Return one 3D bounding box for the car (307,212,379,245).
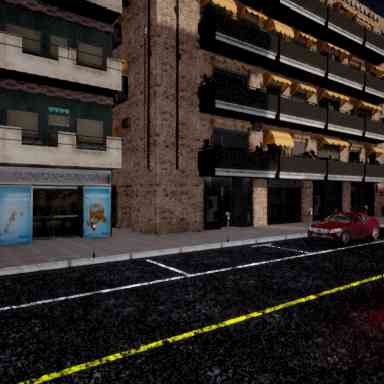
[{"bbox_3d":[7.172,1.583,15.538,4.206,1.307,1.802,0,0,-35],"label":"car"}]

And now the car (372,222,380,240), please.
[{"bbox_3d":[6.621,1.505,8.156,4.892,1.490,1.837,0,0,-36],"label":"car"}]
